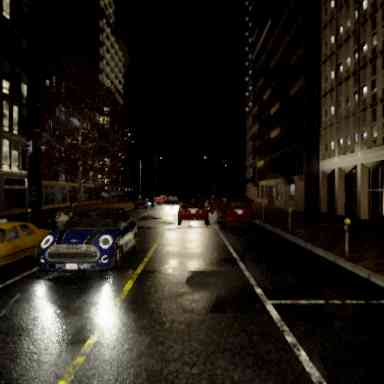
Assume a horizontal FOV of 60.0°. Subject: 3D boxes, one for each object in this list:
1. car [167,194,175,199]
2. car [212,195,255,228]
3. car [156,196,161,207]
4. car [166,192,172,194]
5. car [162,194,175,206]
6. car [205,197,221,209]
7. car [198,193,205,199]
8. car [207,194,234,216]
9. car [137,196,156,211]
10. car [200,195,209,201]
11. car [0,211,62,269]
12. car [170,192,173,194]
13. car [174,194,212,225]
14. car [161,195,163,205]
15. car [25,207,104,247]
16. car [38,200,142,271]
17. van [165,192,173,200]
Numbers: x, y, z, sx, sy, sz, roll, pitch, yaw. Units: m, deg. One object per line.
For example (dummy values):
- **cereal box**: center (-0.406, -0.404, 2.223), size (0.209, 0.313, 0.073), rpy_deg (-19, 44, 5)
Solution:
- **car**: center (-5.674, 1.214, 89.504), size (1.802, 1.307, 4.206), rpy_deg (0, 0, 0)
- **car**: center (2.698, 1.239, 21.183), size (2.192, 1.841, 5.009), rpy_deg (0, 0, 0)
- **car**: center (-5.681, 1.401, 43.966), size (1.947, 1.339, 4.313), rpy_deg (0, 0, 0)
- **car**: center (-5.678, 1.288, 66.734), size (2.008, 1.369, 4.403), rpy_deg (0, 0, 0)
- **car**: center (-3.068, 1.404, 51.673), size (1.895, 1.301, 4.718), rpy_deg (0, 0, 0)
- **car**: center (2.700, 1.360, 44.121), size (1.752, 1.417, 4.829), rpy_deg (0, 0, 0)
- **car**: center (2.708, 1.045, 95.179), size (1.967, 1.590, 4.097), rpy_deg (0, 0, 0)
- **car**: center (2.699, 1.196, 32.567), size (2.192, 1.841, 5.009), rpy_deg (0, 0, 0)
- **car**: center (-5.682, 1.409, 38.273), size (2.008, 1.369, 4.403), rpy_deg (0, 0, 0)
- **car**: center (2.704, 1.277, 72.413), size (1.947, 1.339, 4.313), rpy_deg (0, 0, 0)
- **car**: center (-5.686, 1.492, 9.641), size (1.752, 1.417, 4.829), rpy_deg (0, 0, 0)
- **car**: center (-5.676, 1.230, 78.119), size (1.887, 1.381, 4.507), rpy_deg (0, 0, 0)
- **car**: center (0.102, 1.267, 23.688), size (2.097, 1.767, 4.553), rpy_deg (0, 0, 1)
- **car**: center (-5.679, 1.369, 55.349), size (1.802, 1.307, 4.206), rpy_deg (0, 0, 0)
- **car**: center (-5.685, 1.496, 15.504), size (2.008, 1.369, 4.403), rpy_deg (0, 0, 0)
- **car**: center (-3.098, 1.314, 10.790), size (2.097, 1.767, 4.553), rpy_deg (0, 0, 0)
- **van**: center (-5.674, 1.000, 83.810), size (1.690, 1.788, 3.998), rpy_deg (0, 0, 0)
